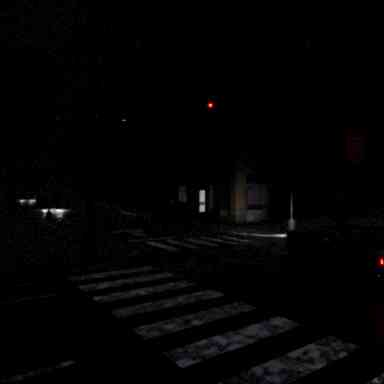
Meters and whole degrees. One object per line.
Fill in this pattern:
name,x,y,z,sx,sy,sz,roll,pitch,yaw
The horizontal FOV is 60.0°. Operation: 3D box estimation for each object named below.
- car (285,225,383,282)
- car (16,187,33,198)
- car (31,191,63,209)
car,4.634,1.653,10.056,1.895,1.301,4.718,0,0,-10
car,-24.888,-0.043,49.432,2.033,1.411,5.357,0,3,-35
car,-15.466,0.952,35.841,2.033,1.411,5.357,0,2,-35
